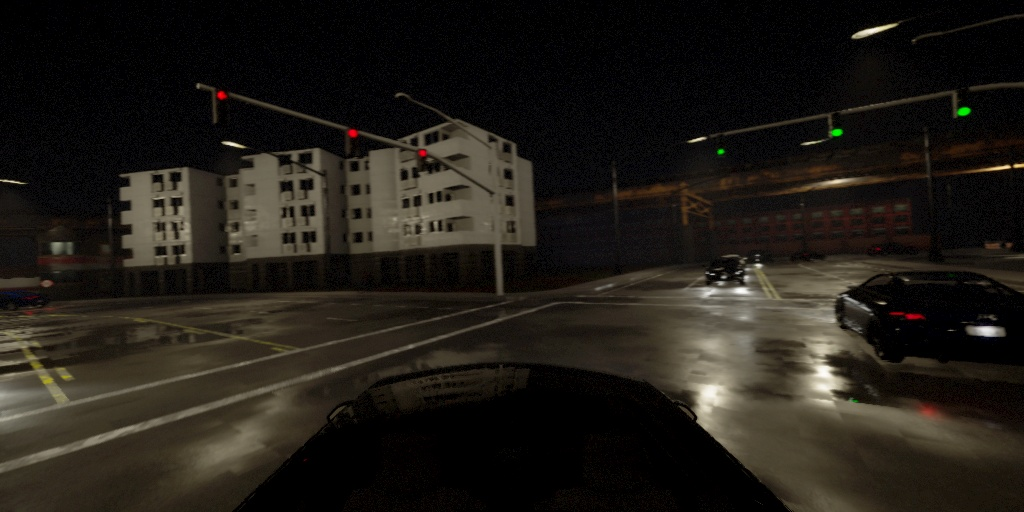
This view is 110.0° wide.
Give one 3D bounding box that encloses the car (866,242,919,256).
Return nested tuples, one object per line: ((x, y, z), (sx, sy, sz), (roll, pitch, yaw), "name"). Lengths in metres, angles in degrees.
((46.987, -0.910, 44.326), (4.553, 1.767, 2.097), (-3, -1, 9), "car")

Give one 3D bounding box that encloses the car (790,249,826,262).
((35.044, -0.093, 42.441), (4.181, 1.385, 1.994), (-3, -1, -23), "car")

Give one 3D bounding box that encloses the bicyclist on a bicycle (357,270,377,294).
((-10.424, 1.852, 25.749), (0.582, 1.620, 1.656), (-3, 0, 33), "bicyclist on a bicycle")

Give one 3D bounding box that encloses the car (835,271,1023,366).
((7.562, 0.956, 6.591), (1.994, 1.385, 4.181), (-4, -1, 33), "car")

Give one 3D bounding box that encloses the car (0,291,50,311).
((-41.341, 3.680, 29.555), (5.008, 1.535, 1.882), (-3, -1, 1), "car")

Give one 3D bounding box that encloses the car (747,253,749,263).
((22.986, 0.424, 37.071), (1.837, 1.490, 4.892), (-3, -1, 35), "car")

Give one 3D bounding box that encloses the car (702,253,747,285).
((12.466, 0.816, 20.960), (1.837, 1.490, 4.892), (-3, -1, 33), "car")

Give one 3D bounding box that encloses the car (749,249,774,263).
((30.093, -0.032, 43.971), (4.553, 1.767, 2.097), (-3, -1, -34), "car")
